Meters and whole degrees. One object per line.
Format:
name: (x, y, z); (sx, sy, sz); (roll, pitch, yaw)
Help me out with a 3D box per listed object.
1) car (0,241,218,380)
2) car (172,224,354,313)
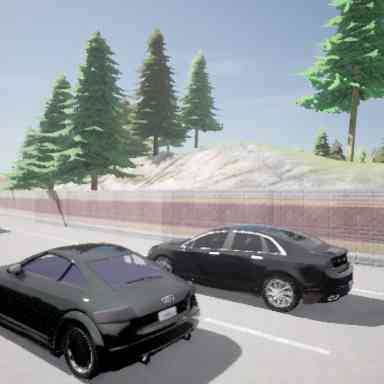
car: (-1.905, 1.569, 5.583); (4.181, 1.385, 1.994); (0, 0, 38)
car: (1.040, 1.507, 7.710); (4.892, 1.490, 1.837); (0, 0, 37)
